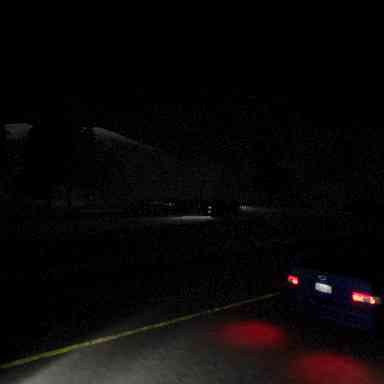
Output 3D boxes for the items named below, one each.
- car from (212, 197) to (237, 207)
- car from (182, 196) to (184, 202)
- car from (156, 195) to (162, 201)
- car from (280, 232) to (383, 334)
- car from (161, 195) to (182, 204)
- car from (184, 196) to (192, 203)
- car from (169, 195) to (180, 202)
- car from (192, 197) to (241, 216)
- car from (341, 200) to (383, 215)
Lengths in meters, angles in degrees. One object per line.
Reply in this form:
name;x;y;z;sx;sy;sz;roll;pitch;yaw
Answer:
car;5.110;1.560;52.641;1.994;1.385;4.181;0;0;-29
car;-1.847;1.523;69.325;1.812;1.442;4.674;0;0;-18
car;-7.632;1.522;79.384;2.128;1.511;4.902;0;0;-10
car;4.099;1.547;6.659;5.357;1.411;2.033;0;0;-35
car;-4.009;1.561;64.722;1.994;1.385;4.181;0;0;-19
car;1.168;1.489;52.595;2.128;1.511;4.902;0;0;-26
car;-4.379;1.537;81.268;2.033;1.411;5.357;0;0;-10
car;2.594;1.350;32.053;4.553;1.767;2.097;0;0;-42
car;18.144;1.550;33.929;2.033;1.411;5.357;0;0;-40
